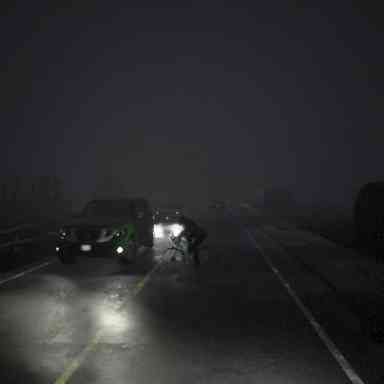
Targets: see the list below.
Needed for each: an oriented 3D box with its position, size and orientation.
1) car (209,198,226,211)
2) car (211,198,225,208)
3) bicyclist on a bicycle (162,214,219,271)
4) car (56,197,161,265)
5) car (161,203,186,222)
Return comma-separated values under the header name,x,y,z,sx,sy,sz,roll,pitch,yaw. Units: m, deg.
name,x,y,z,sx,sy,sz,roll,pitch,yaw
car,3.125,1.563,40.043,1.994,1.385,4.181,0,0,5
car,3.912,1.600,50.006,1.895,1.301,4.718,0,0,4
bicyclist on a bicycle,-0.075,1.450,9.499,1.656,1.620,0.582,-2,0,4
car,-2.768,1.224,12.045,2.150,2.045,5.566,0,0,4
car,-1.626,1.600,26.476,1.895,1.301,4.718,0,0,4
